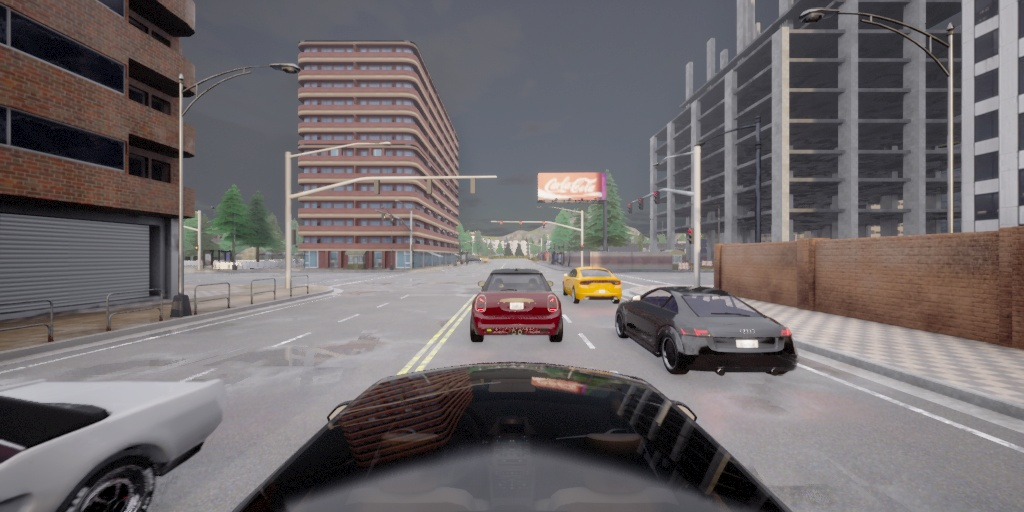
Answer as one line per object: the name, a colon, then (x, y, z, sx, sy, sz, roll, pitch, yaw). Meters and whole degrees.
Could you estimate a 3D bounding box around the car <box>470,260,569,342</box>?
car: (0.104, 1.102, 9.904, 2.097, 1.767, 4.553, 0, 0, 0)

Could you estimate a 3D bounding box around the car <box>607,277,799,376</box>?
car: (3.601, 1.314, 7.498, 1.994, 1.385, 4.181, 0, 0, 0)

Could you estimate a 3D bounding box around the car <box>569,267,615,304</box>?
car: (3.505, 1.228, 16.431, 1.882, 1.535, 5.008, 0, 0, 0)

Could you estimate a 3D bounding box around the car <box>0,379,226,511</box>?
car: (-3.591, 1.351, 1.065, 1.895, 1.301, 4.718, 0, 0, 0)
